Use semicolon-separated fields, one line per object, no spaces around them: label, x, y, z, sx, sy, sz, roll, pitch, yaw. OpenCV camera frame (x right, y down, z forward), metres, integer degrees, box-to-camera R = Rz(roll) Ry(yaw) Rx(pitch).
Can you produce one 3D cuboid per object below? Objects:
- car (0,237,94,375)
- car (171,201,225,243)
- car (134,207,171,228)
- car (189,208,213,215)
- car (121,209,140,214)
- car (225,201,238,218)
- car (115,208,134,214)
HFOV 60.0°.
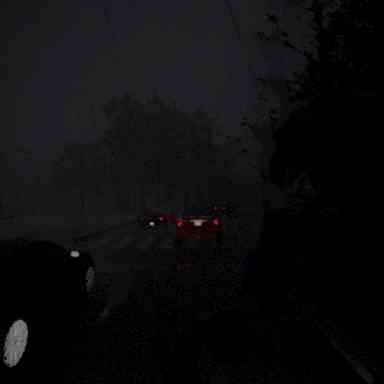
car;-3.150;1.495;5.629;1.882;1.535;5.008;0;0;0
car;0.411;1.394;16.552;2.097;1.767;4.553;0;0;4
car;-2.138;1.678;22.713;1.895;1.301;4.718;-1;0;9
car;2.013;4.390;75.402;4.902;1.511;2.128;-2;-4;28
car;-14.729;4.671;79.417;4.181;1.385;1.994;1;-4;-22
car;3.089;1.642;31.224;1.837;1.490;4.892;-1;-2;16
car;-15.145;4.385;75.731;4.892;1.490;1.837;2;-4;-27
